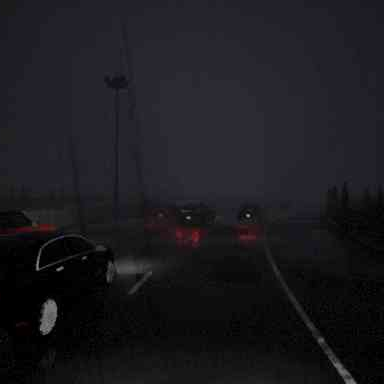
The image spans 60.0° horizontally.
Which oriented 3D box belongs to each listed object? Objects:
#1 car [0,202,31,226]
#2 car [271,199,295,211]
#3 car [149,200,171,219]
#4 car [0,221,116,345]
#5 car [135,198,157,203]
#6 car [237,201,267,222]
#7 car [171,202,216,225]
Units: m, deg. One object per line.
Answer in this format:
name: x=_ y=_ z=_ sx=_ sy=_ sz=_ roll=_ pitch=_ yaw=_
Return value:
car: x=-6.042 y=1.333 z=10.356 sx=2.097 sy=1.767 sz=4.553 roll=0 pitch=0 yaw=6
car: x=11.277 y=1.567 z=41.108 sx=1.812 sy=1.442 sz=4.674 roll=0 pitch=0 yaw=29
car: x=-1.836 y=1.598 z=28.887 sx=1.895 sy=1.301 sz=4.718 roll=0 pitch=0 yaw=18
car: x=-2.959 y=1.496 z=6.469 sx=1.837 sy=1.490 sz=4.892 roll=0 pitch=0 yaw=5
car: x=-5.399 y=1.480 z=39.507 sx=2.128 sy=1.511 sz=4.902 roll=0 pitch=0 yaw=24
car: x=4.913 y=1.522 z=26.923 sx=1.837 sy=1.490 sz=4.892 roll=0 pitch=-1 yaw=18
car: x=0.457 y=1.496 z=24.469 sx=2.128 sy=1.511 sz=4.902 roll=0 pitch=0 yaw=16
